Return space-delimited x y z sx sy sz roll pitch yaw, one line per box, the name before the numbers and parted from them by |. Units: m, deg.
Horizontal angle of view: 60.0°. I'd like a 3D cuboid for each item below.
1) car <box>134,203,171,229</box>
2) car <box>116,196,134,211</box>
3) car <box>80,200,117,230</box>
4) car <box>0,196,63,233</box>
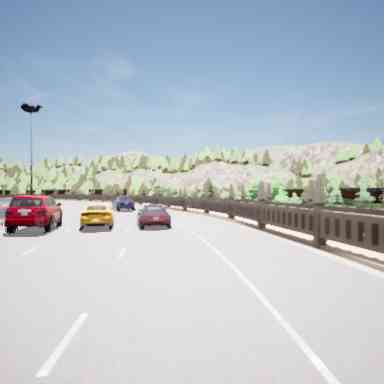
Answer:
car | -2.559 1.538 21.831 1.994 1.385 4.181 0 0 -12
car | -8.347 1.320 40.233 2.097 1.767 4.553 0 0 -22
car | -6.026 1.467 21.412 1.882 1.535 5.008 0 0 -12
car | -9.208 1.227 19.804 2.150 2.045 5.566 0 0 -12
